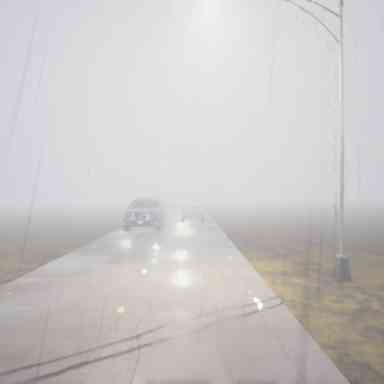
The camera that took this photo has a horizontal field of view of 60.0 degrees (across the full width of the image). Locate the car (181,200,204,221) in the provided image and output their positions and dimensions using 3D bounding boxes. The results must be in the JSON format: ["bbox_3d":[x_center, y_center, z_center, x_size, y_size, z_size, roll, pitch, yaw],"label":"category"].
[{"bbox_3d":[0.079,1.692,28.464,1.812,1.442,4.674,0,0,0],"label":"car"}]

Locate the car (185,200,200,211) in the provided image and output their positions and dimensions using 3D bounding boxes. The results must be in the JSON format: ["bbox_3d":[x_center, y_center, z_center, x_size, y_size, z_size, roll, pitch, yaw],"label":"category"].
[{"bbox_3d":[0.070,1.789,44.985,1.812,1.442,4.674,0,0,0],"label":"car"}]

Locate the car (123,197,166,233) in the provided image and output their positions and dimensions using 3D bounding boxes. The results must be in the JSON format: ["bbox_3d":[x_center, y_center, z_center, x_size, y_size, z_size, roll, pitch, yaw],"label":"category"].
[{"bbox_3d":[-2.861,1.345,21.155,2.150,2.045,5.566,0,0,0],"label":"car"}]
